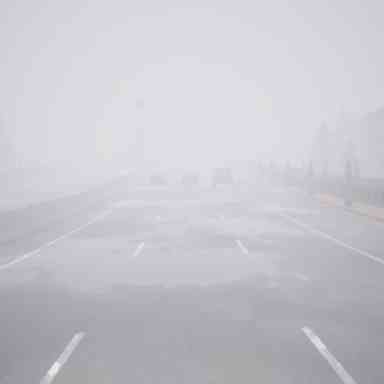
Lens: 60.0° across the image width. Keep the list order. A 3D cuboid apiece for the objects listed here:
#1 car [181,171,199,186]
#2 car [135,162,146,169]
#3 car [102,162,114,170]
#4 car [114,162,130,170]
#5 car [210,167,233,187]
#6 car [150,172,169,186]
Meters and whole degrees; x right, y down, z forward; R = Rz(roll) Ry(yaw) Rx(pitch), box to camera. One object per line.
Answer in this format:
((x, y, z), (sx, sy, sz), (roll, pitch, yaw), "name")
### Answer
((-0.234, -1.651, 38.351), (1.837, 1.490, 4.892), (-1, 8, 0), "car")
((-11.057, -5.702, 71.777), (1.812, 1.442, 4.674), (-1, 7, 0), "car")
((-18.056, -5.609, 71.729), (1.882, 1.535, 5.008), (-1, 7, 0), "car")
((-14.556, -5.631, 71.756), (2.128, 1.511, 4.902), (-1, 7, 0), "car")
((3.258, -1.794, 36.724), (2.150, 2.045, 5.566), (-1, 8, 0), "car")
((-3.733, -1.580, 38.322), (1.837, 1.490, 4.892), (-1, 8, 0), "car")
